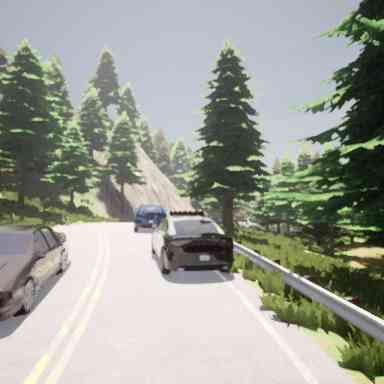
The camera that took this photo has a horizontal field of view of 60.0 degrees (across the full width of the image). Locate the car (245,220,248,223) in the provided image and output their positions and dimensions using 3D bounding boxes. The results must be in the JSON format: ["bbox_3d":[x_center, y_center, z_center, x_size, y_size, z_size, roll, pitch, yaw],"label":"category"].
[{"bbox_3d":[9.658,5.640,55.904,2.150,2.045,5.566,-3,-10,35],"label":"car"}]

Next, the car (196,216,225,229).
[{"bbox_3d":[2.662,4.237,46.097,1.812,1.442,4.674,-3,-10,34],"label":"car"}]

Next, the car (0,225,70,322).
[{"bbox_3d":[-4.087,1.493,7.480,2.033,1.411,5.357,1,0,-10],"label":"car"}]

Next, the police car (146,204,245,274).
[{"bbox_3d":[-0.218,1.411,10.716,1.930,1.638,5.238,1,0,-12],"label":"police car"}]

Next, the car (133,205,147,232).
[{"bbox_3d":[-2.541,1.493,20.225,1.882,1.535,5.008,1,-1,-9],"label":"car"}]

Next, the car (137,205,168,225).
[{"bbox_3d":[-2.960,1.767,25.813,1.812,1.442,4.674,0,-3,0],"label":"car"}]
